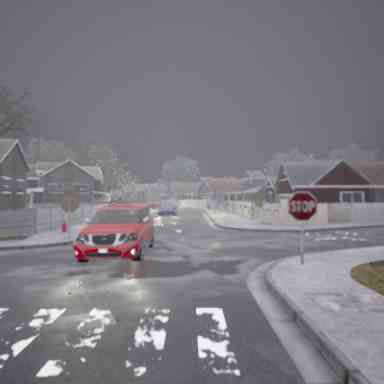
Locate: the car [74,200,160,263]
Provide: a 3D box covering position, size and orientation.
[{"bbox_3d":[-2.764,1.518,13.136,2.150,2.045,5.566,-1,-1,0],"label":"car"}]

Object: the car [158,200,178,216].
[{"bbox_3d":[-2.755,2.028,38.765,1.882,1.535,5.008,0,0,2],"label":"car"}]

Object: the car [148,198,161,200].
[{"bbox_3d":[-6.860,2.142,63.016,2.150,2.045,5.566,1,0,-23],"label":"car"}]
